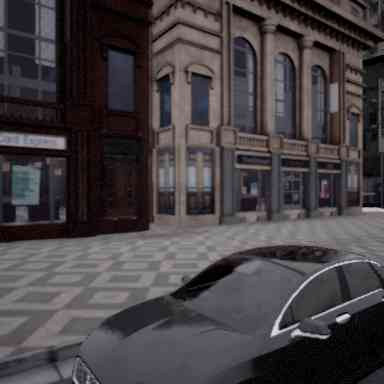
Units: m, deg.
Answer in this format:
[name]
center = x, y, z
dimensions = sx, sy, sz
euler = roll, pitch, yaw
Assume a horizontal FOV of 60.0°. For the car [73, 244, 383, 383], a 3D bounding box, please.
[car]
center = 1.083, 1.502, 4.141
dimensions = 4.892, 1.490, 1.837
euler = 0, 0, -36
